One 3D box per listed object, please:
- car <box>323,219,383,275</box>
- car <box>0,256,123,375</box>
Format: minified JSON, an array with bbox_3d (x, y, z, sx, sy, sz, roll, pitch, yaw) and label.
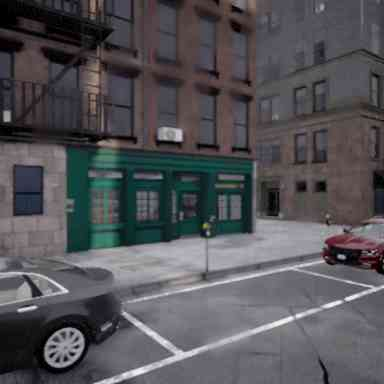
[{"bbox_3d":[5.933,1.533,10.415,4.507,1.381,1.887,0,0,-35],"label":"car"},{"bbox_3d":[-3.043,1.551,4.018,4.403,1.369,2.008,0,0,-35],"label":"car"}]
